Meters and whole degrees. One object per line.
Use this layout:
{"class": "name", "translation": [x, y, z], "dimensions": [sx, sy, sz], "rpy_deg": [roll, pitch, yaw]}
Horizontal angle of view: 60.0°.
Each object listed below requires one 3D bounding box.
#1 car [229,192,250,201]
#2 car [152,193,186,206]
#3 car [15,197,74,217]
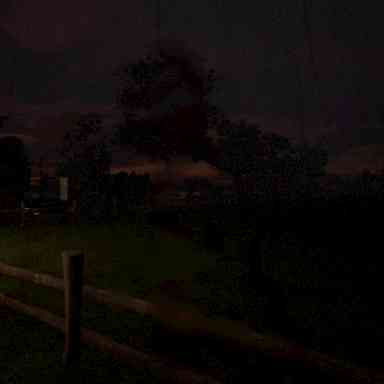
{"class": "car", "translation": [7.839, 0.705, 54.507], "dimensions": [1.994, 1.385, 4.181], "rpy_deg": [0, 1, 37]}
{"class": "car", "translation": [-2.743, 0.874, 40.408], "dimensions": [1.882, 1.535, 5.008], "rpy_deg": [0, 1, 37]}
{"class": "car", "translation": [-12.118, 1.172, 27.784], "dimensions": [1.837, 1.490, 4.892], "rpy_deg": [0, 1, 37]}
